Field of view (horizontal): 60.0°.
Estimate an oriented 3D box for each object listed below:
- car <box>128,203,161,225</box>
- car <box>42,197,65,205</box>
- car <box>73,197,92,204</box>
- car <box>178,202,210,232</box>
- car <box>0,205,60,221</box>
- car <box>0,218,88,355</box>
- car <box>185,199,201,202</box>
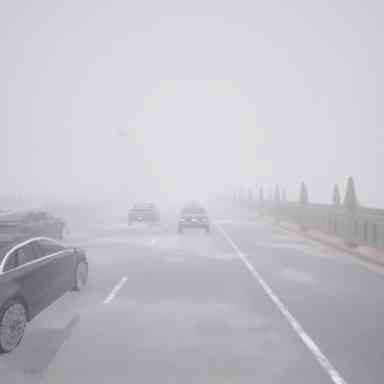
[{"bbox_3d":[-3.397,1.518,24.210,2.128,1.511,4.902,0,0,0],"label":"car"},{"bbox_3d":[-21.000,1.579,50.623,1.837,1.490,4.892,0,-1,0],"label":"car"},{"bbox_3d":[-17.494,1.599,53.293,1.837,1.490,4.892,0,0,0],"label":"car"},{"bbox_3d":[0.102,1.567,20.404,2.033,1.411,5.357,0,0,0],"label":"car"},{"bbox_3d":[-6.899,1.516,14.179,1.837,1.490,4.892,0,0,0],"label":"car"},{"bbox_3d":[-3.400,1.494,6.063,2.128,1.511,4.902,0,0,0],"label":"car"},{"bbox_3d":[0.106,1.581,41.962,1.812,1.442,4.674,0,0,0],"label":"car"}]
